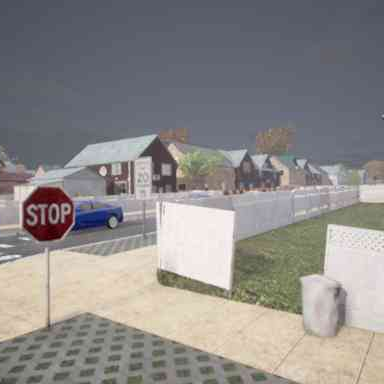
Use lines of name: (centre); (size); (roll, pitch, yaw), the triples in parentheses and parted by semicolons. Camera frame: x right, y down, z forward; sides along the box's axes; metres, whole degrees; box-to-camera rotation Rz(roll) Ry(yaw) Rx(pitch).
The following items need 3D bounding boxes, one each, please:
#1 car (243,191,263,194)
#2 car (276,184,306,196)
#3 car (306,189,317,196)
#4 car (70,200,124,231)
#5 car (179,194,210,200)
car: (5.896, 0.644, 32.755); (1.882, 1.535, 5.008); (-1, 1, 35)
car: (11.877, 0.112, 41.179); (2.150, 2.045, 5.566); (-1, 1, 36)
car: (15.301, 0.331, 41.006); (2.033, 1.411, 5.357); (-1, 1, 36)
car: (-5.621, 1.181, 16.380); (1.882, 1.535, 5.008); (-1, 1, 34)
car: (0.065, 0.915, 24.503); (1.882, 1.535, 5.008); (-1, 1, 35)
